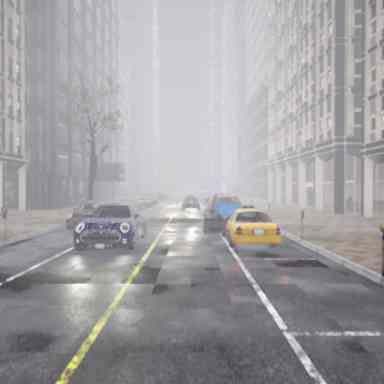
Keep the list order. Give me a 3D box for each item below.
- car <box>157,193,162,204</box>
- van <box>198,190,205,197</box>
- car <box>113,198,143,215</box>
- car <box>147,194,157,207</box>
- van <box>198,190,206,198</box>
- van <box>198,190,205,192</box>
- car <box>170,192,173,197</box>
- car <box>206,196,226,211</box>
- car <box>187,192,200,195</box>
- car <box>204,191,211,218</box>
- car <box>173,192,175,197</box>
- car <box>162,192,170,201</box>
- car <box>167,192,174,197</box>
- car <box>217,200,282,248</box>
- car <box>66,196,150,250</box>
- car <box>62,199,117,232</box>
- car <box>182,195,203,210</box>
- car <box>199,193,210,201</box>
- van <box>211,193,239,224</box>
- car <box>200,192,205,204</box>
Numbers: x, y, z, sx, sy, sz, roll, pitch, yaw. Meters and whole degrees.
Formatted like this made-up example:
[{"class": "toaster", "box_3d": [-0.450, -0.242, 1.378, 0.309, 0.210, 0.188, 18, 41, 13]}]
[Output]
[{"class": "car", "box_3d": [-5.859, 0.994, 47.758, 1.967, 1.590, 4.097, 0, 1, 0]}, {"class": "van", "box_3d": [2.383, 0.465, 87.670, 1.690, 1.788, 3.998, 0, 1, 0]}, {"class": "car", "box_3d": [-5.799, 1.271, 30.663, 2.008, 1.369, 4.403, 0, 1, 0]}, {"class": "car", "box_3d": [-5.838, 1.138, 41.889, 1.752, 1.417, 4.829, 0, 1, 0]}, {"class": "van", "box_3d": [2.403, 0.528, 81.971, 1.690, 1.788, 3.998, 0, 1, 0]}, {"class": "van", "box_3d": [2.482, 0.775, 59.180, 1.690, 1.788, 3.998, 0, 1, 0]}, {"class": "car", "box_3d": [-5.957, 0.833, 76.248, 1.802, 1.307, 4.206, 0, 1, 0]}, {"class": "car", "box_3d": [2.561, 1.189, 36.557, 1.752, 1.417, 4.829, 0, 1, 0]}, {"class": "car", "box_3d": [-0.167, 1.053, 48.329, 1.837, 1.490, 4.892, 0, 1, 0]}, {"class": "car", "box_3d": [2.581, 1.034, 30.687, 2.192, 1.841, 5.009, 0, 1, 0]}, {"class": "car", "box_3d": [-5.997, 0.671, 87.644, 1.887, 1.381, 4.507, 0, 1, 0]}, {"class": "car", "box_3d": [-5.918, 0.940, 64.852, 1.947, 1.339, 4.313, 0, 1, 0]}, {"class": "car", "box_3d": [-6.017, 0.644, 93.343, 1.802, 1.307, 4.206, 0, 1, 0]}, {"class": "car", "box_3d": [2.302, 1.330, 14.015, 1.801, 1.575, 5.366, 0, 1, 0]}, {"class": "car", "box_3d": [-3.145, 1.231, 13.559, 2.097, 1.767, 4.553, 0, 1, 0]}, {"class": "car", "box_3d": [-5.759, 1.267, 19.266, 1.967, 1.590, 4.097, 0, 1, 0]}, {"class": "car", "box_3d": [-0.080, 1.269, 36.139, 1.895, 1.301, 4.718, 0, 1, 0]}, {"class": "car", "box_3d": [2.463, 0.917, 64.879, 1.887, 1.381, 4.507, 0, 1, 0]}, {"class": "van", "box_3d": [2.601, 1.113, 24.989, 1.690, 1.788, 3.998, 0, 1, 0]}, {"class": "car", "box_3d": [2.522, 1.103, 47.787, 2.008, 1.369, 4.403, 0, 1, 0]}]
